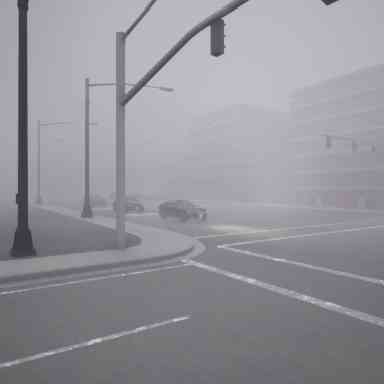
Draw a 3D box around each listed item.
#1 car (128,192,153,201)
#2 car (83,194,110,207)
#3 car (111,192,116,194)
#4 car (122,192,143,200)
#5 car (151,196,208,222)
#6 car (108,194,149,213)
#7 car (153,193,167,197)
[{"bbox_3d":[-8.916,0.844,55.760,1.882,1.535,5.008,0,1,-34],"label":"car"},{"bbox_3d":[-12.277,1.013,41.901,1.882,1.535,5.008,0,1,-34],"label":"car"},{"bbox_3d":[-14.795,0.708,64.371,1.837,1.490,4.892,0,1,-34],"label":"car"},{"bbox_3d":[-11.904,0.750,66.344,2.033,1.411,5.357,0,1,-34],"label":"car"},{"bbox_3d":[-0.765,1.358,25.018,2.128,1.511,4.902,0,1,-34],"label":"car"},{"bbox_3d":[-6.487,1.242,33.404,1.812,1.442,4.674,0,1,-34],"label":"car"},{"bbox_3d":[-6.026,0.858,57.734,2.128,1.511,4.902,0,1,-34],"label":"car"}]
